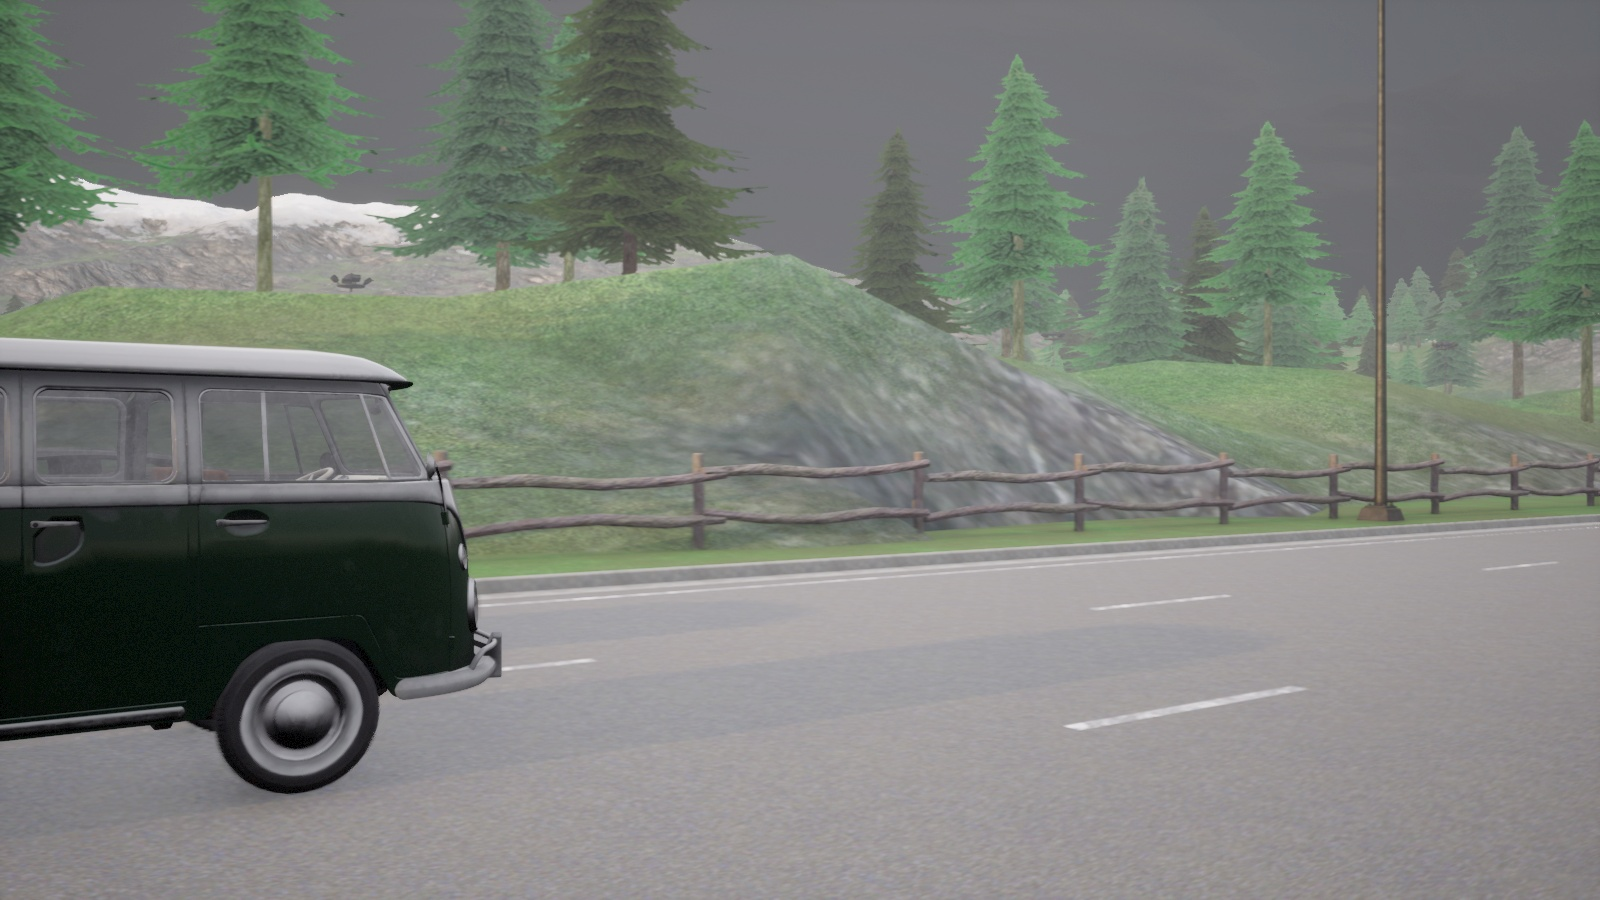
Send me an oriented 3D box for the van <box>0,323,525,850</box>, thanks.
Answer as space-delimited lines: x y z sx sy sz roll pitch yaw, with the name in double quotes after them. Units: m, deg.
-3.631 0.519 5.397 4.442 1.987 1.775 0 0 -35 "van"
